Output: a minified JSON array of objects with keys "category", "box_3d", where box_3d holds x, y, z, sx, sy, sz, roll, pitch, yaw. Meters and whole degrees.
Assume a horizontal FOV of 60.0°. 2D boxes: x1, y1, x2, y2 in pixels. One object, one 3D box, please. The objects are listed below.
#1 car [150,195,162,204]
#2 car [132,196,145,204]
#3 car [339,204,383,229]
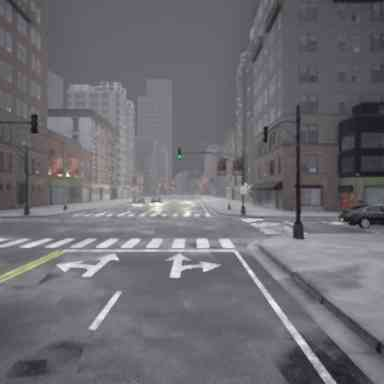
[{"category":"car","box_3d":[-6.524,1.415,61.336,1.837,1.490,4.892,0,0,1]},{"category":"car","box_3d":[-9.774,1.404,61.413,2.128,1.511,4.902,0,0,1]},{"category":"car","box_3d":[12.162,1.561,21.617,4.892,1.490,1.837,0,0,0]}]
